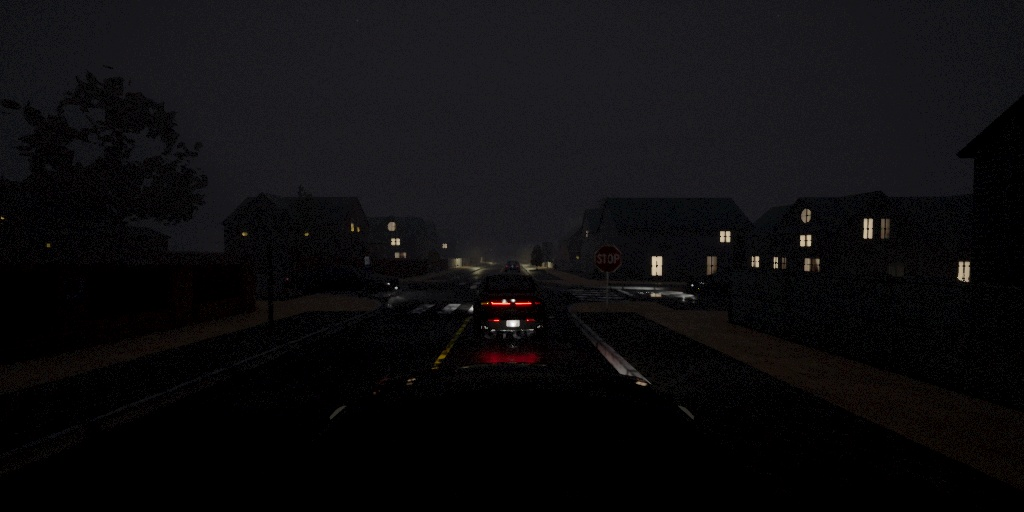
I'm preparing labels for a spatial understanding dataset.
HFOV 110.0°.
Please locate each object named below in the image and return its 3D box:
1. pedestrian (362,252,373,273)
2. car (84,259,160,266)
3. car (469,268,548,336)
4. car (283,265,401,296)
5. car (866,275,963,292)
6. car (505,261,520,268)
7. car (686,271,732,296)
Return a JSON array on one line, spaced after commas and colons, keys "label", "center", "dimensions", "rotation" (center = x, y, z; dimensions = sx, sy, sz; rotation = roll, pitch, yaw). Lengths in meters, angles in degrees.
[{"label": "pedestrian", "center": [-9.701, 0.611, 24.084], "dimensions": [0.375, 1.860, 0.375], "rotation": [0, 0, 1]}, {"label": "car", "center": [-19.345, 0.912, 18.377], "dimensions": [4.892, 1.490, 1.837], "rotation": [1, 1, 1]}, {"label": "car", "center": [-0.150, 1.252, 10.387], "dimensions": [1.837, 1.490, 4.892], "rotation": [0, 0, -4]}, {"label": "car", "center": [-8.535, 1.178, 18.217], "dimensions": [5.357, 1.411, 2.033], "rotation": [1, 1, 1]}, {"label": "car", "center": [23.722, 1.796, 20.687], "dimensions": [5.357, 1.411, 2.033], "rotation": [1, 1, 1]}, {"label": "car", "center": [0.058, 1.280, 45.335], "dimensions": [2.033, 1.411, 5.357], "rotation": [0, 0, 0]}, {"label": "car", "center": [12.510, 1.567, 20.851], "dimensions": [4.181, 1.385, 1.994], "rotation": [1, 1, 1]}]
